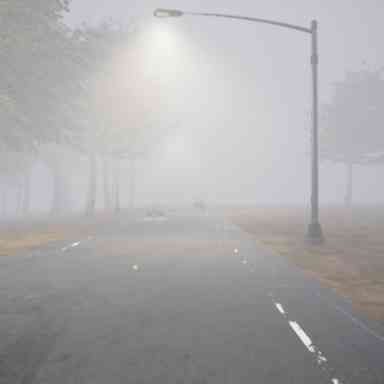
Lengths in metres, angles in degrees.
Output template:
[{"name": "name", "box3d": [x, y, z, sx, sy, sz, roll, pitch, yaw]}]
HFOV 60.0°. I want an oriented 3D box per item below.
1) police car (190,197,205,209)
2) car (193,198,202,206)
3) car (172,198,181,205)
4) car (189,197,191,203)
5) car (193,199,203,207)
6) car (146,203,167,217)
[{"name": "police car", "box3d": [1.071, 1.840, 52.091, 1.930, 1.638, 5.238, 0, -1, 0]}, {"name": "car", "box3d": [1.077, 2.073, 67.984, 1.837, 1.490, 4.892, 0, -1, 0]}, {"name": "car", "box3d": [-3.470, 2.149, 75.506, 1.812, 1.442, 4.674, 0, -1, 0]}, {"name": "car", "box3d": [0.035, 2.116, 86.837, 2.033, 1.411, 5.357, 0, -1, 0]}, {"name": "car", "box3d": [1.075, 2.014, 61.982, 1.837, 1.490, 4.892, 0, -1, 0]}, {"name": "car", "box3d": [-3.581, 1.809, 34.628, 2.033, 1.411, 5.357, 0, 0, 0]}]
